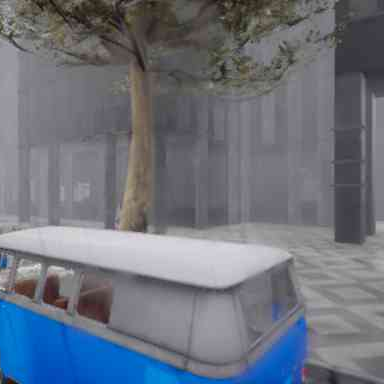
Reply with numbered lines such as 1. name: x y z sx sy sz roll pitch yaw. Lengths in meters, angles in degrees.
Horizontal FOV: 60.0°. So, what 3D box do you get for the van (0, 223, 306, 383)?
1. van: -0.846 1.344 3.561 3.998 1.788 1.690 0 0 35
